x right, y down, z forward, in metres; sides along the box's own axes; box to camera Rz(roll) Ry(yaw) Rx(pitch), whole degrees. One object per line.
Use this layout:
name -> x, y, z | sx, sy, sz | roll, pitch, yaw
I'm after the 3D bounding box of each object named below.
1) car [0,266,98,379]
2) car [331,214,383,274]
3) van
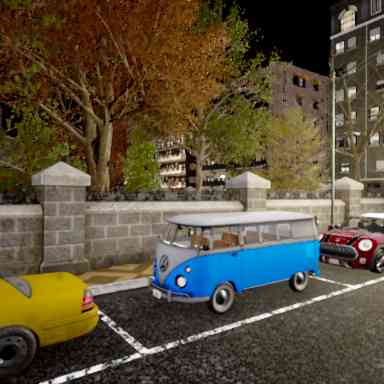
car -> -3.641, 1.526, 3.952 | 4.829, 1.417, 1.752 | 0, 1, -35
car -> 5.643, 1.438, 10.562 | 4.097, 1.590, 1.967 | 0, 1, -35
van -> 1.072, 1.340, 7.305 | 3.998, 1.788, 1.690 | 0, 1, -35
